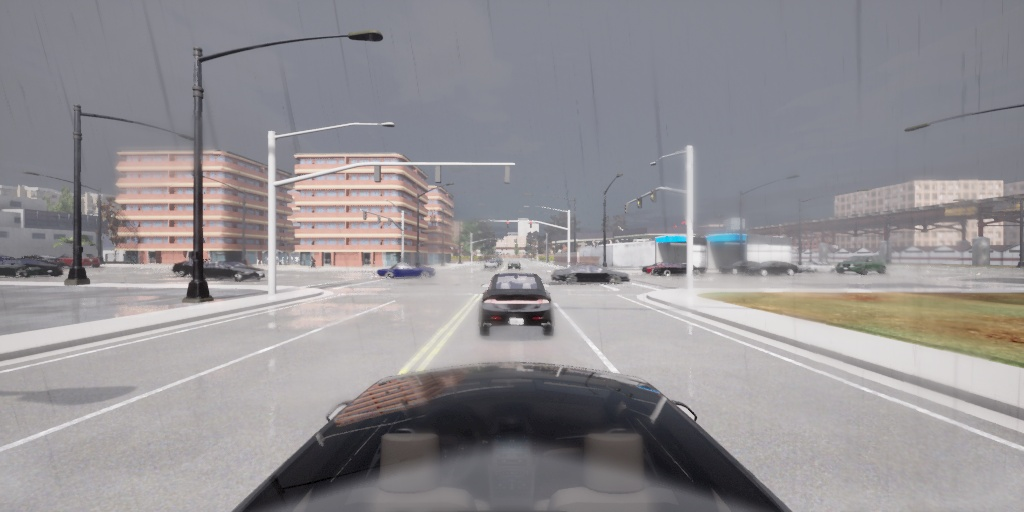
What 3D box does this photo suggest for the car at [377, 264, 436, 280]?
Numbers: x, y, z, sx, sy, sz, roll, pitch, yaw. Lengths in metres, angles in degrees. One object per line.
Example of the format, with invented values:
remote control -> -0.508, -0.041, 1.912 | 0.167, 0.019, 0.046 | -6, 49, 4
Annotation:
car -> -8.904, 1.304, 30.546 | 4.718, 1.301, 1.895 | 0, 0, -11

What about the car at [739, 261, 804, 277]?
car -> 25.897, 1.255, 35.838 | 4.892, 1.490, 1.837 | 0, 0, -5

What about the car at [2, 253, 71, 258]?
car -> -50.395, 0.628, 37.891 | 4.892, 1.490, 1.837 | 1, 0, 2

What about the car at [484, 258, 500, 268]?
car -> -3.347, 1.351, 55.931 | 1.895, 1.301, 4.718 | 0, 0, 0

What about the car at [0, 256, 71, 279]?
car -> -36.597, 0.933, 26.905 | 4.181, 1.385, 1.994 | 1, 0, 2

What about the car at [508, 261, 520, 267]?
car -> 0.313, 1.351, 53.926 | 1.895, 1.301, 4.718 | 0, 0, 1

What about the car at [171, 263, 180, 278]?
car -> -25.656, 1.044, 30.137 | 4.902, 1.511, 2.128 | 1, 0, 1

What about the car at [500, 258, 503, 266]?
car -> -3.271, 1.241, 65.186 | 2.128, 1.511, 4.902 | 0, 0, 1

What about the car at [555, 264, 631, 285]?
car -> 5.444, 1.292, 25.265 | 5.357, 1.411, 2.033 | 0, 0, 2

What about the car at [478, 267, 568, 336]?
car -> 0.117, 1.242, 10.365 | 2.128, 1.511, 4.902 | 0, 0, 0

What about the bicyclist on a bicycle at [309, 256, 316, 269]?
bicyclist on a bicycle -> -25.949, 0.844, 46.637 | 0.582, 1.620, 1.656 | 1, 0, 1

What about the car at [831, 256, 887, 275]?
car -> 37.308, 0.974, 38.238 | 5.566, 2.045, 2.150 | 0, 0, -20

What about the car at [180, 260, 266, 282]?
car -> -20.961, 1.109, 26.520 | 4.902, 1.511, 2.128 | 1, 0, 1

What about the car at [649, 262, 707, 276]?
car -> 16.619, 1.351, 35.681 | 4.718, 1.301, 1.895 | 0, 0, 0

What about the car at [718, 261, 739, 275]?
car -> 25.201, 1.255, 39.290 | 4.892, 1.490, 1.837 | 0, 0, -5

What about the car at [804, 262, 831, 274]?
car -> 34.865, 1.351, 41.067 | 4.718, 1.301, 1.895 | 0, 0, -19

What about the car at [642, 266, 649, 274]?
car -> 16.456, 1.314, 39.209 | 4.181, 1.385, 1.994 | 0, 0, 1
